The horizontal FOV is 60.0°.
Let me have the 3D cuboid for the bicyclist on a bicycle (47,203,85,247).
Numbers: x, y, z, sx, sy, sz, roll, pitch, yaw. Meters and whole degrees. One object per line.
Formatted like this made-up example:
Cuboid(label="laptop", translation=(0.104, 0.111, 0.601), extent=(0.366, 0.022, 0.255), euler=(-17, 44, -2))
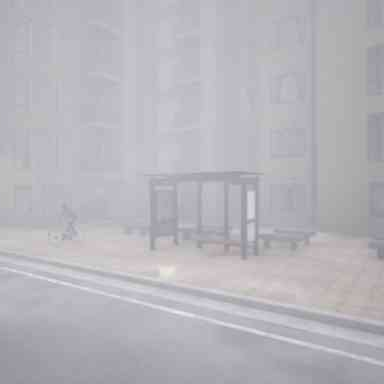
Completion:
Cuboid(label="bicyclist on a bicycle", translation=(-4.851, 1.258, 12.912), extent=(0.582, 1.620, 1.656), euler=(0, -1, 34))
